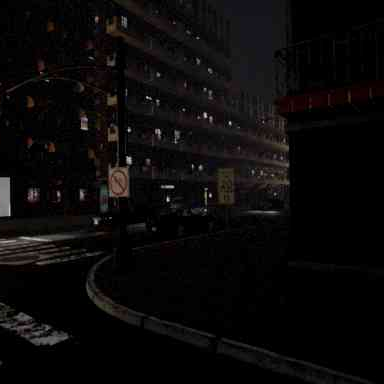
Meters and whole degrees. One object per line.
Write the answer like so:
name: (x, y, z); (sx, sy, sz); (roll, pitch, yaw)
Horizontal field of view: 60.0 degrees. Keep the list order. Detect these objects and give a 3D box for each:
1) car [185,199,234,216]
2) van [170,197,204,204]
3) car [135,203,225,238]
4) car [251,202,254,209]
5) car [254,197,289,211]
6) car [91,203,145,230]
car: (1.757, 1.573, 29.146); (1.895, 1.301, 4.718); (-1, -1, 36)
van: (-0.356, 1.365, 30.437); (1.690, 1.788, 3.998); (-1, -1, 36)
car: (-0.455, 1.435, 16.792); (2.008, 1.369, 4.403); (-1, -1, 36)
car: (9.399, 1.431, 44.007); (1.967, 1.590, 4.097); (-1, -1, 36)
car: (9.627, 1.471, 40.066); (1.812, 1.442, 4.674); (-1, -1, 36)
car: (-4.085, 1.487, 21.039); (2.128, 1.511, 4.902); (-1, -1, 35)
